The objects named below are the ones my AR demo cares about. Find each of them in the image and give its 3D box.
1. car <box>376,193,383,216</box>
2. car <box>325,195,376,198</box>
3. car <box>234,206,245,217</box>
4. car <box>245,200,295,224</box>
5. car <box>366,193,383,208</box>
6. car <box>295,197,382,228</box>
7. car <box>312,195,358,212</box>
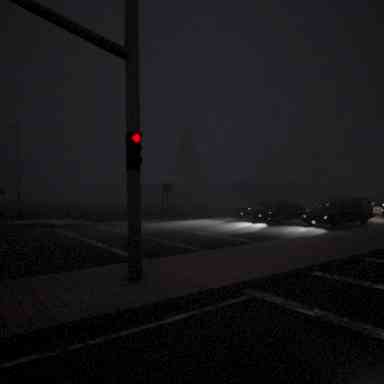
[{"bbox_3d":[16.446,0.929,25.432,4.553,1.767,2.097,-1,1,-35],"label":"car"},{"bbox_3d":[13.082,1.107,27.344,4.892,1.490,1.837,-1,1,-35],"label":"car"},{"bbox_3d":[5.560,1.304,26.334,4.718,1.301,1.895,-1,1,-35],"label":"car"},{"bbox_3d":[5.972,1.297,22.348,4.181,1.385,1.994,-1,1,-35],"label":"car"},{"bbox_3d":[22.143,0.901,38.088,4.892,1.490,1.837,-1,1,-35],"label":"car"},{"bbox_3d":[8.986,1.262,20.197,5.357,1.411,2.033,-1,1,-35],"label":"car"},{"bbox_3d":[13.856,1.055,32.177,4.892,1.490,1.837,-1,1,-35],"label":"car"}]
